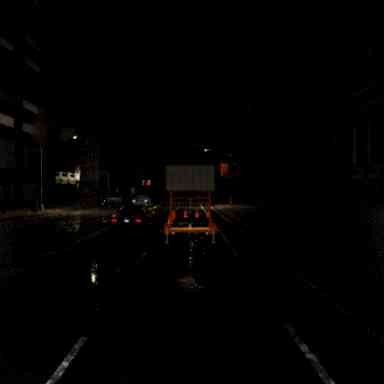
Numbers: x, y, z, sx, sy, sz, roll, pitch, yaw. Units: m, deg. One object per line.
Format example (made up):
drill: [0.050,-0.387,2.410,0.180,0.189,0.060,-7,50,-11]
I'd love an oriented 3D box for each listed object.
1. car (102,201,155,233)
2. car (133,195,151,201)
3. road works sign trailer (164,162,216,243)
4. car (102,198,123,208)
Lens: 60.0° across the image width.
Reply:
car: [-3.250,1.472,18.865,2.033,1.411,5.357,0,0,0]
car: [-6.834,1.182,45.309,2.097,1.767,4.553,0,0,0]
road works sign trailer: [-0.083,0.402,15.693,2.380,3.560,2.880,0,0,0]
car: [-10.073,1.441,42.421,1.895,1.301,4.718,0,0,0]
